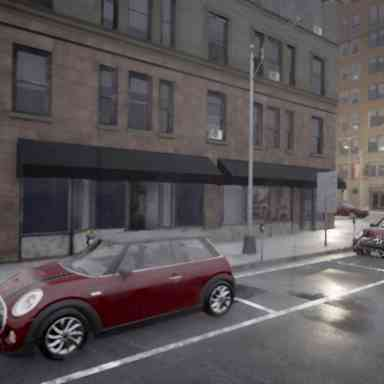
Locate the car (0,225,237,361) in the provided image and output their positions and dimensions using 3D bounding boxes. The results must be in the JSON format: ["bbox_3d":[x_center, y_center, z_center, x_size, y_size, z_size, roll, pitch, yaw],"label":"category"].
[{"bbox_3d":[-1.209,1.460,5.892,4.097,1.590,1.967,1,0,-35],"label":"car"}]

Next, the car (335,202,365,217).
[{"bbox_3d":[13.926,1.653,31.182,1.882,1.535,5.008,1,0,-37],"label":"car"}]

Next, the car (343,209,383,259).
[{"bbox_3d":[7.741,1.558,12.264,4.097,1.590,1.967,1,0,-35],"label":"car"}]
